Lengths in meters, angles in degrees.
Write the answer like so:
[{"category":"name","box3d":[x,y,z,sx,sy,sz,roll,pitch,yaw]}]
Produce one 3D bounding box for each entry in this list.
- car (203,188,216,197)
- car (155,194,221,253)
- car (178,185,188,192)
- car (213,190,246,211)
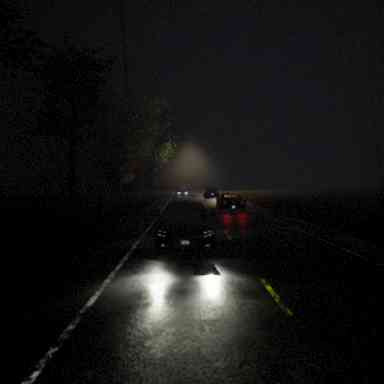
[{"category":"car","box3d":[2.528,0.145,43.800,1.994,1.385,4.181,0,2,-1]},{"category":"car","box3d":[-0.239,1.081,12.016,1.882,1.535,5.008,0,2,-1]},{"category":"car","box3d":[-1.997,-0.746,70.702,1.812,1.442,4.674,0,2,-2]},{"category":"car","box3d":[3.007,0.734,26.601,1.895,1.301,4.718,0,2,-1]}]
